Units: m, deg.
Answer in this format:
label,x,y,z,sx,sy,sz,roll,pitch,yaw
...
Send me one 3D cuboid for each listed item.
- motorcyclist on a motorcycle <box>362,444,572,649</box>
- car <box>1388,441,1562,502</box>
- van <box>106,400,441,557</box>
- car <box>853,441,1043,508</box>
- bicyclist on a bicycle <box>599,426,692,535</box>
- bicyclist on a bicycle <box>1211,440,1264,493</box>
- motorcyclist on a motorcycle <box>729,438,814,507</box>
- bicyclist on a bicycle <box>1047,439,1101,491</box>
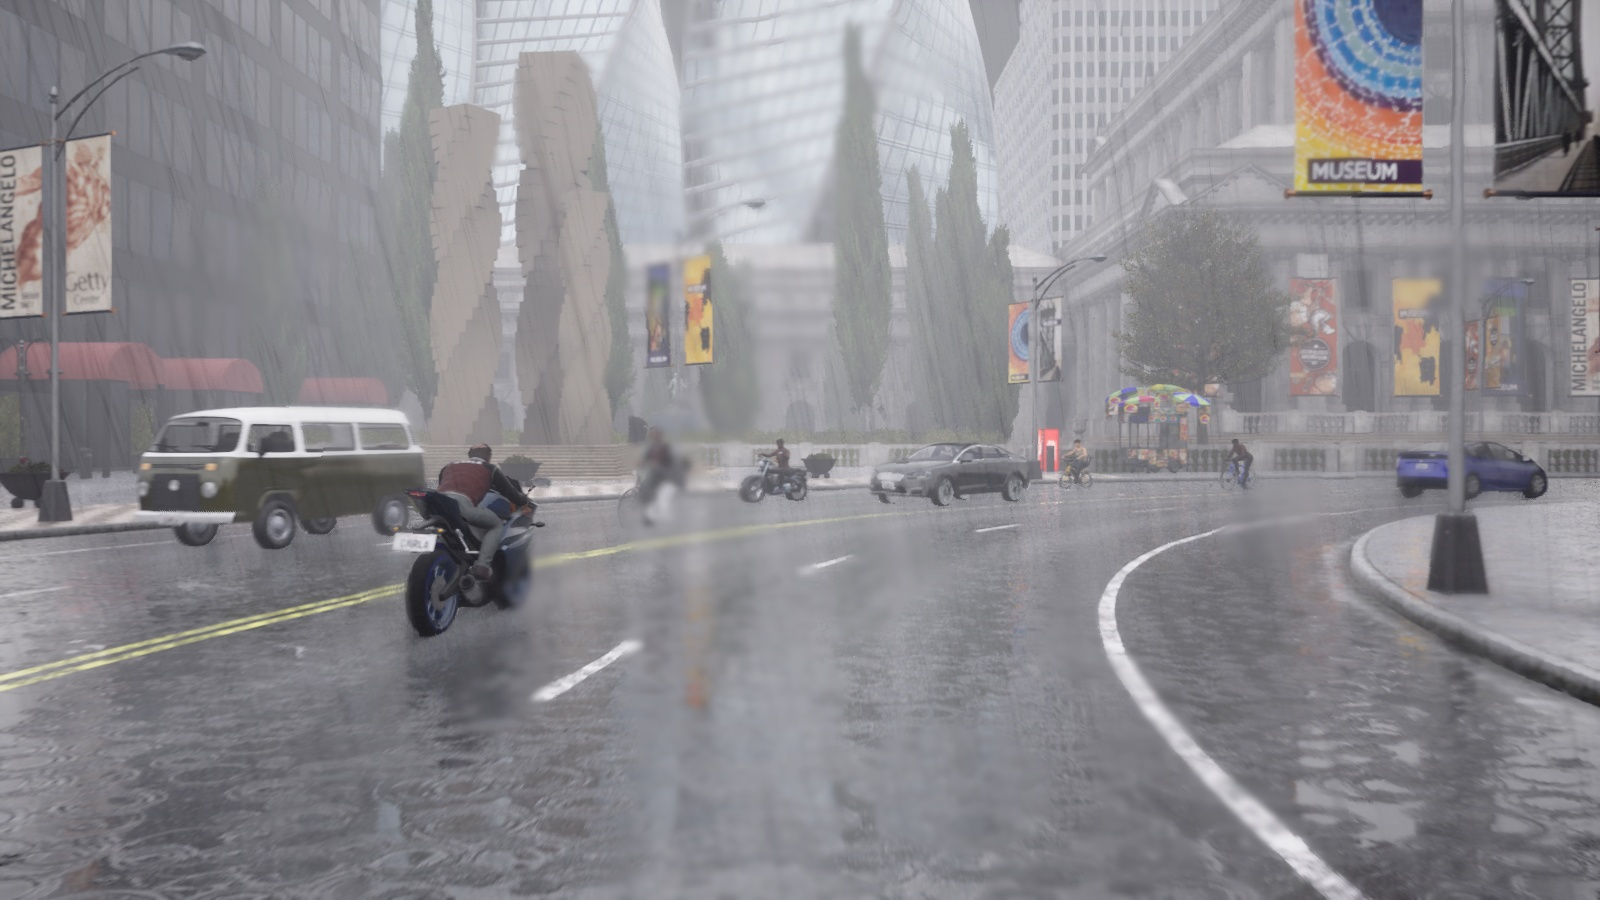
label,x,y,z,sx,sy,sz,roll,pitch,yaw
motorcyclist on a motorcycle,-2.720,0.719,10.569,0.866,1.530,2.191,0,0,10
car,17.873,0.523,33.231,4.514,1.525,2.007,0,0,-31
van,-7.637,0.357,18.761,2.069,2.038,4.480,0,0,22
car,3.718,0.532,30.880,2.128,1.511,4.902,0,0,44
bicyclist on a bicycle,-2.620,0.493,21.498,0.659,1.776,1.843,1,0,27
bicyclist on a bicycle,13.511,0.494,38.775,1.656,1.620,0.582,0,1,-30
motorcyclist on a motorcycle,-0.689,0.521,31.110,0.766,1.649,2.350,1,1,39
bicyclist on a bicycle,8.714,0.466,39.891,1.509,1.612,0.866,0,1,-35
